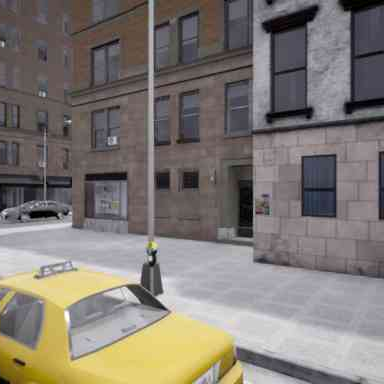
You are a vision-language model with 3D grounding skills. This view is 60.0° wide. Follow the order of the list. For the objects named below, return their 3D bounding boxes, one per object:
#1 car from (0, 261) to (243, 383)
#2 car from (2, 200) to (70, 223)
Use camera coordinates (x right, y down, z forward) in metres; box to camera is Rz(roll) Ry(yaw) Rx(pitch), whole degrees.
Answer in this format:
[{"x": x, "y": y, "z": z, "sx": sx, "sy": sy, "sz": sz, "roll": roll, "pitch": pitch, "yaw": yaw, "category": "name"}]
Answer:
[{"x": -1.804, "y": 1.525, "z": 4.039, "sx": 4.829, "sy": 1.417, "sz": 1.752, "roll": 0, "pitch": 0, "yaw": 34, "category": "car"}, {"x": -11.619, "y": 1.400, "z": 25.001, "sx": 2.128, "sy": 1.511, "sz": 4.902, "roll": 0, "pitch": 0, "yaw": 33, "category": "car"}]
